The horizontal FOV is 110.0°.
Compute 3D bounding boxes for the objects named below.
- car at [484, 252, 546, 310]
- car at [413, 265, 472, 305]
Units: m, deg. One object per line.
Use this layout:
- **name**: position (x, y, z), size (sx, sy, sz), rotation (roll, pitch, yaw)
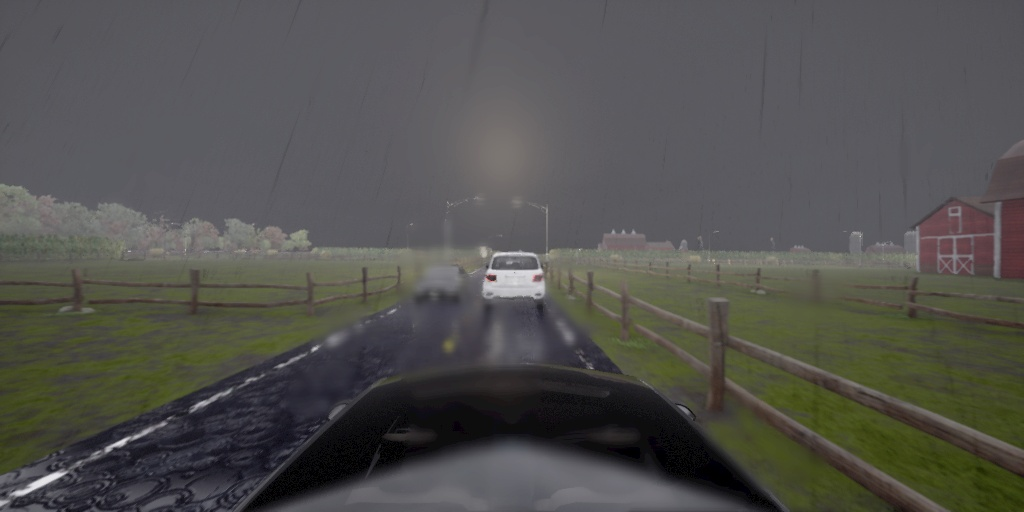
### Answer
- **car**: position (0.102, 0.877, 14.358), size (2.150, 2.045, 5.566), rotation (0, 0, 0)
- **car**: position (-2.846, 1.153, 15.540), size (1.837, 1.490, 4.892), rotation (0, 0, 0)
